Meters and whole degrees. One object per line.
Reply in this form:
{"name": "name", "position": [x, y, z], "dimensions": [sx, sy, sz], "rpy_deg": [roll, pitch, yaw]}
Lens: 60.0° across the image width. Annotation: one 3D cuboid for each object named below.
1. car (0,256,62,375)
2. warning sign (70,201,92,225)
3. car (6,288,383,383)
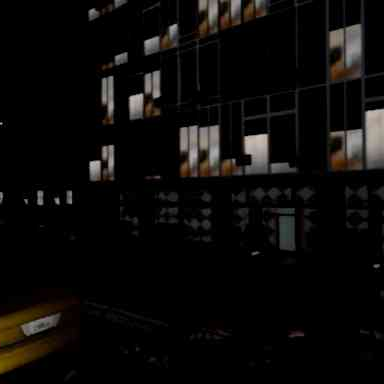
{"name": "car", "position": [-3.688, 1.587, 5.349], "dimensions": [4.829, 1.417, 1.752], "rpy_deg": [-1, 0, 35]}
{"name": "warning sign", "position": [-9.103, 1.693, 27.262], "dimensions": [1.300, 1.860, 1.060], "rpy_deg": [1, 0, 33]}
{"name": "car", "position": [0.971, 1.548, 2.027], "dimensions": [4.507, 1.381, 1.887], "rpy_deg": [-1, 0, 35]}
